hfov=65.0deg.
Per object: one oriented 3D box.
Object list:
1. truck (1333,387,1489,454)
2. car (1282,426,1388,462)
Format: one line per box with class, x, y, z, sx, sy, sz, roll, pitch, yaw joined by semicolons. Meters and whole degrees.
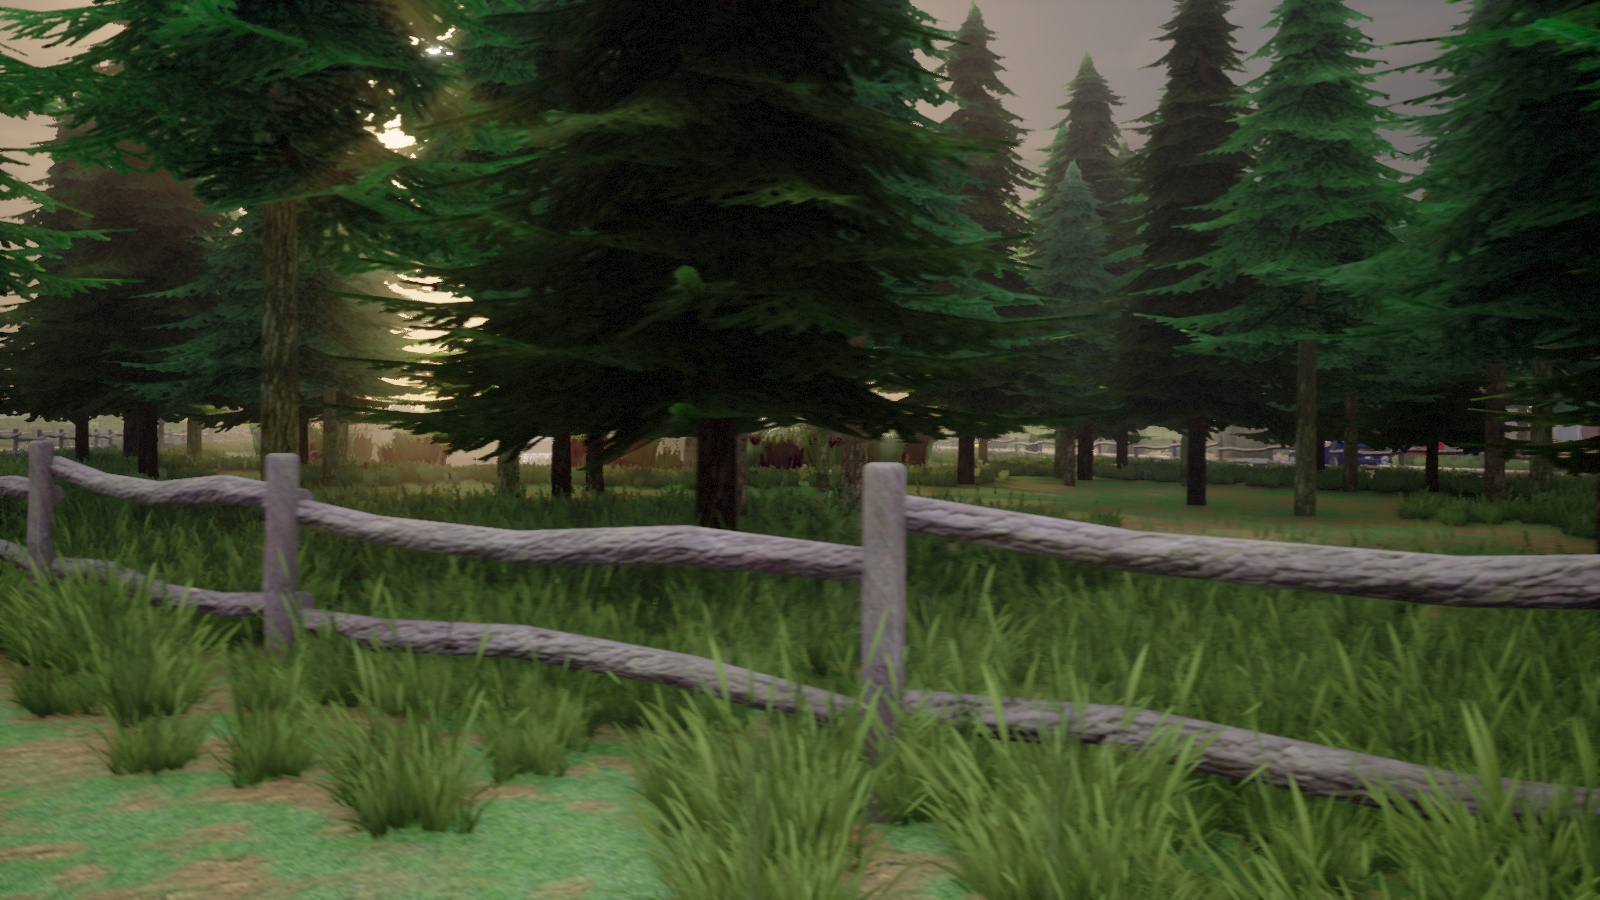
truck;36.402;-1.768;74.811;8.468;3.827;2.891;-1;1;-14
car;24.062;-0.306;56.715;1.882;1.535;5.008;-1;1;-11
